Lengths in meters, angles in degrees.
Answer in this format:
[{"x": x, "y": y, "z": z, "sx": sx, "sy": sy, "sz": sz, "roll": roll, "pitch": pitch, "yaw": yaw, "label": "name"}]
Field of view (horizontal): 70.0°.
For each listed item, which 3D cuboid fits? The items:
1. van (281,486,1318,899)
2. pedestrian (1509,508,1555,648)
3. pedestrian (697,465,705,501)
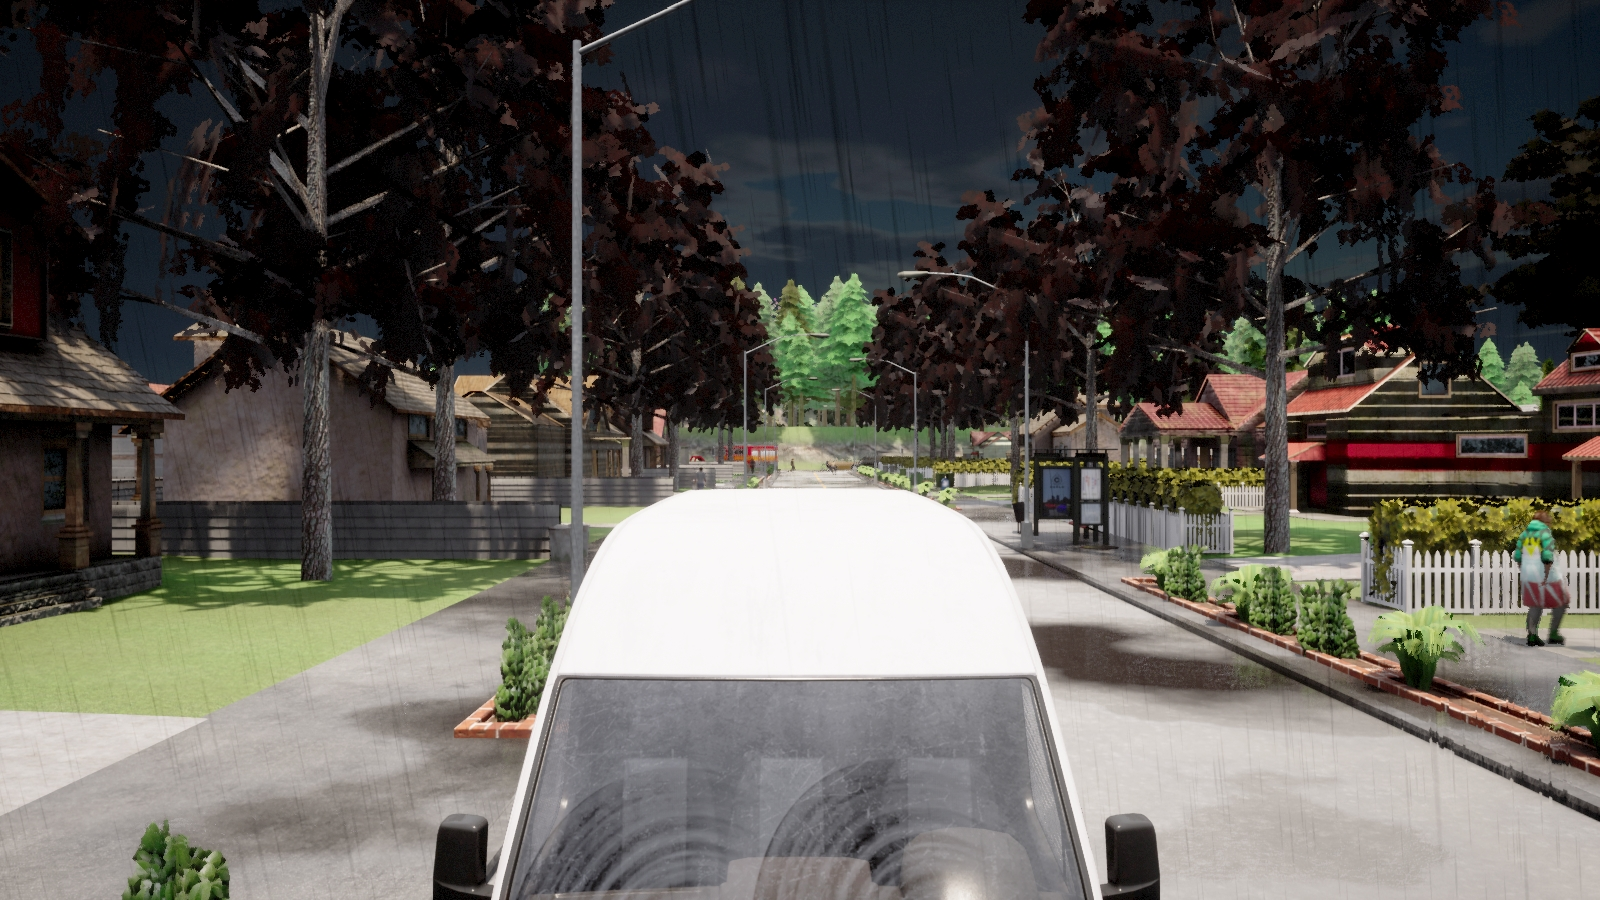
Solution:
[{"x": -0.006, "y": 1.534, "z": 5.149, "sx": 1.988, "sy": 2.561, "sz": 5.915, "roll": 0, "pitch": 0, "yaw": 0, "label": "van"}, {"x": 10.023, "y": 1.739, "z": 15.639, "sx": 0.375, "sy": 1.860, "sz": 0.375, "roll": 0, "pitch": 0, "yaw": -18, "label": "pedestrian"}, {"x": -5.224, "y": 1.743, "z": 60.077, "sx": 0.375, "sy": 1.860, "sz": 0.375, "roll": 0, "pitch": 0, "yaw": 3, "label": "pedestrian"}]
